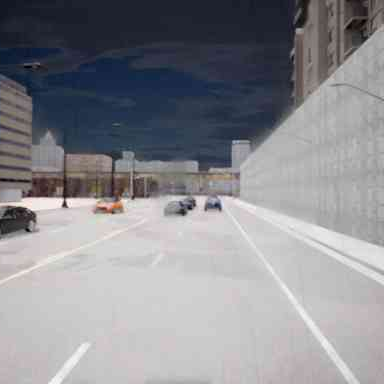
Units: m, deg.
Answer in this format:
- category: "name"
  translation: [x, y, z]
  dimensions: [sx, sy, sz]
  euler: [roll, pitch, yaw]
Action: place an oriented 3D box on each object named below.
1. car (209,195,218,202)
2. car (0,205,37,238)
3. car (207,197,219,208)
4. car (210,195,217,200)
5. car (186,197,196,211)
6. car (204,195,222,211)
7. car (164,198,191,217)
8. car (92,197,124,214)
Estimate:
- category: "car"
  translation: [4.993, 1.554, 77.675]
  dimensions: [2.128, 1.511, 4.902]
  euler: [0, 0, 4]
- category: "car"
  translation: [-9.630, 1.442, 16.606]
  dimensions: [1.837, 1.490, 4.892]
  euler: [0, 1, 4]
- category: "car"
  translation: [3.229, 1.544, 50.738]
  dimensions: [1.812, 1.442, 4.674]
  euler: [0, 0, 4]
- category: "car"
  translation: [6.141, 1.535, 95.184]
  dimensions: [1.837, 1.490, 4.892]
  euler: [0, 0, 4]
- category: "car"
  translation: [-0.881, 1.558, 41.569]
  dimensions: [1.994, 1.385, 4.181]
  euler: [0, 0, 4]
- category: "car"
  translation: [2.562, 1.367, 40.572]
  dimensions: [2.097, 1.767, 4.553]
  euler: [0, 0, 4]
- category: "car"
  translation: [-1.514, 1.554, 31.874]
  dimensions: [1.994, 1.385, 4.181]
  euler: [0, 0, 4]
- category: "car"
  translation: [-8.484, 1.301, 33.853]
  dimensions: [2.097, 1.767, 4.553]
  euler: [0, 0, 4]
